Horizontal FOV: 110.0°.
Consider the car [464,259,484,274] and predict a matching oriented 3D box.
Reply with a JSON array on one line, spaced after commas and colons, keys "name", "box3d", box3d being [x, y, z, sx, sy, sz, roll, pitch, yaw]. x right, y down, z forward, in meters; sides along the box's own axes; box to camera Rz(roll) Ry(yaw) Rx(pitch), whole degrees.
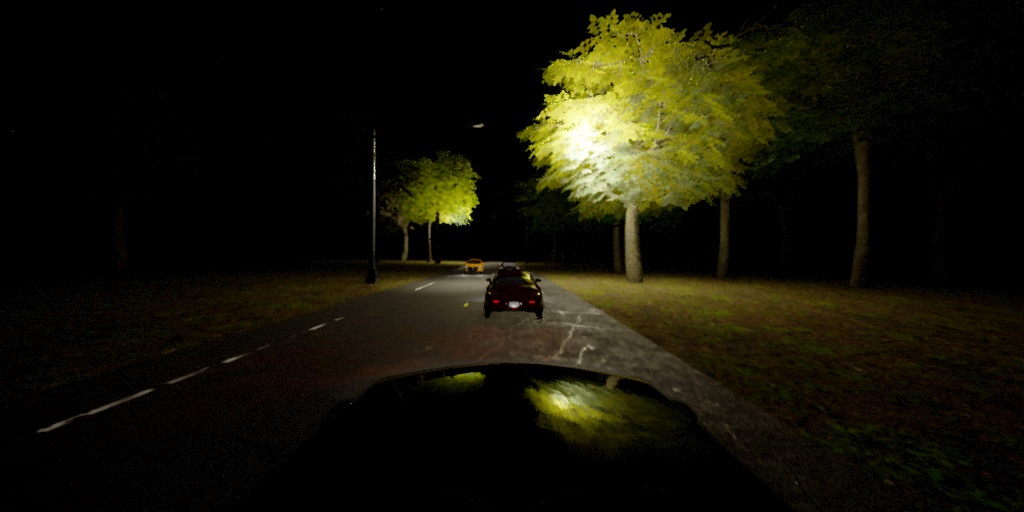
[{"name": "car", "box3d": [-4.008, 1.069, 38.619, 1.882, 1.535, 5.008, 0, 0, -1]}]

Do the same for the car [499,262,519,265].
[{"name": "car", "box3d": [-0.258, 1.184, 32.008, 1.994, 1.385, 4.181, 0, 0, -1]}]

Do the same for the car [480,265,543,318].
[{"name": "car", "box3d": [0.050, 1.204, 12.496, 1.812, 1.442, 4.674, 1, 0, 0]}]
